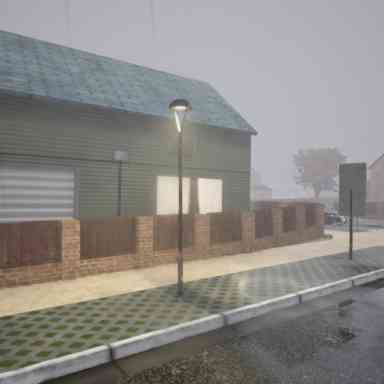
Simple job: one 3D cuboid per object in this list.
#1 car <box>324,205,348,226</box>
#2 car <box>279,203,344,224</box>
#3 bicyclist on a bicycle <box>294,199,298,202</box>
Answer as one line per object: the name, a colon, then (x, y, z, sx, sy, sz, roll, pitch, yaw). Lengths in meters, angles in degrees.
car: (8.203, 1.509, 22.975, 2.128, 1.511, 4.902, 2, -1, -34)
car: (9.331, 1.621, 26.341, 1.812, 1.442, 4.674, 2, -1, -32)
bicyclist on a bicycle: (9.734, 1.486, 31.277, 1.656, 1.620, 0.582, 1, -1, -34)
